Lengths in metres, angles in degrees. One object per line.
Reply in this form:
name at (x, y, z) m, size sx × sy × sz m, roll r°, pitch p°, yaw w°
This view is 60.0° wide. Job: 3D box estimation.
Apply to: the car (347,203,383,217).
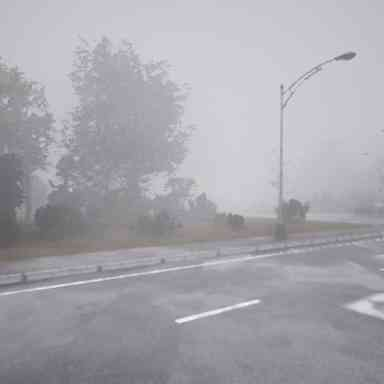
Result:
car at (21.374, 2.142, 40.419) m, size 1.837 × 1.490 × 4.892 m, roll 1°, pitch -2°, yaw -32°
